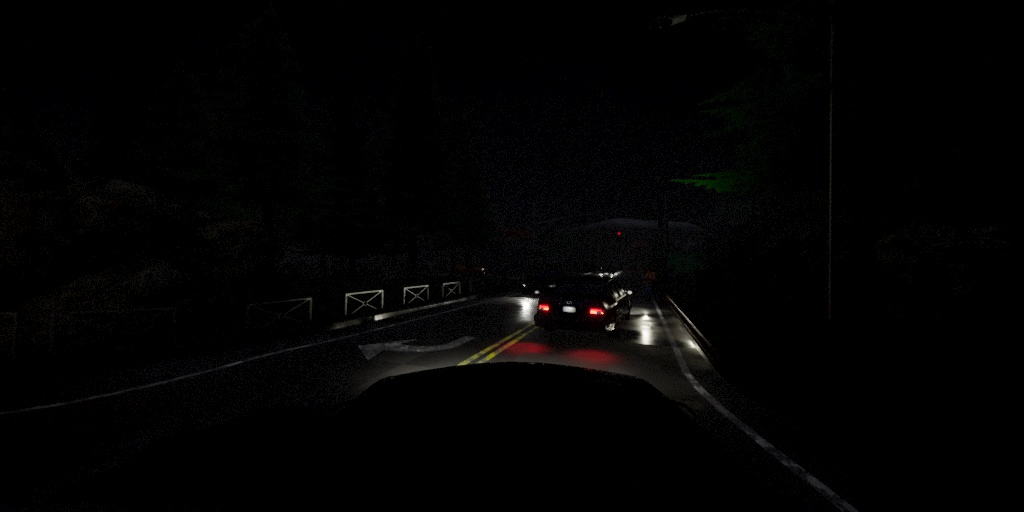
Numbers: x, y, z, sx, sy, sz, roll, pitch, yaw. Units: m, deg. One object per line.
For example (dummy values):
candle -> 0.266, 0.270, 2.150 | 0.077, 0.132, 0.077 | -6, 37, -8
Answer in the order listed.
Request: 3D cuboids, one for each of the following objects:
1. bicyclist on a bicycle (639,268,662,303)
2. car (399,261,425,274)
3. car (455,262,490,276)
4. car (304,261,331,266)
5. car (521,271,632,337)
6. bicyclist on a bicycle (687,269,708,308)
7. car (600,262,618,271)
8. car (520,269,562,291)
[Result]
bicyclist on a bicycle -> 6.384, 1.357, 16.484 | 1.656, 1.620, 0.582 | 1, -1, -32
car -> -13.885, 1.468, 47.702 | 4.553, 1.767, 2.097 | 1, -1, 20
car -> -4.995, 1.593, 44.527 | 4.553, 1.767, 2.097 | 1, -1, 20
car -> -29.530, 1.432, 54.112 | 4.674, 1.442, 1.812 | 1, -1, 27
car -> 2.276, 1.286, 10.266 | 2.033, 1.411, 5.357 | 1, -1, 24
bicyclist on a bicycle -> 7.833, 1.368, 15.106 | 1.656, 1.620, 0.582 | 1, -1, -35
car -> 15.461, 2.008, 57.932 | 2.097, 1.767, 4.553 | 1, -1, 20
car -> 1.999, 1.415, 19.891 | 2.033, 1.411, 5.357 | 1, -1, 17
